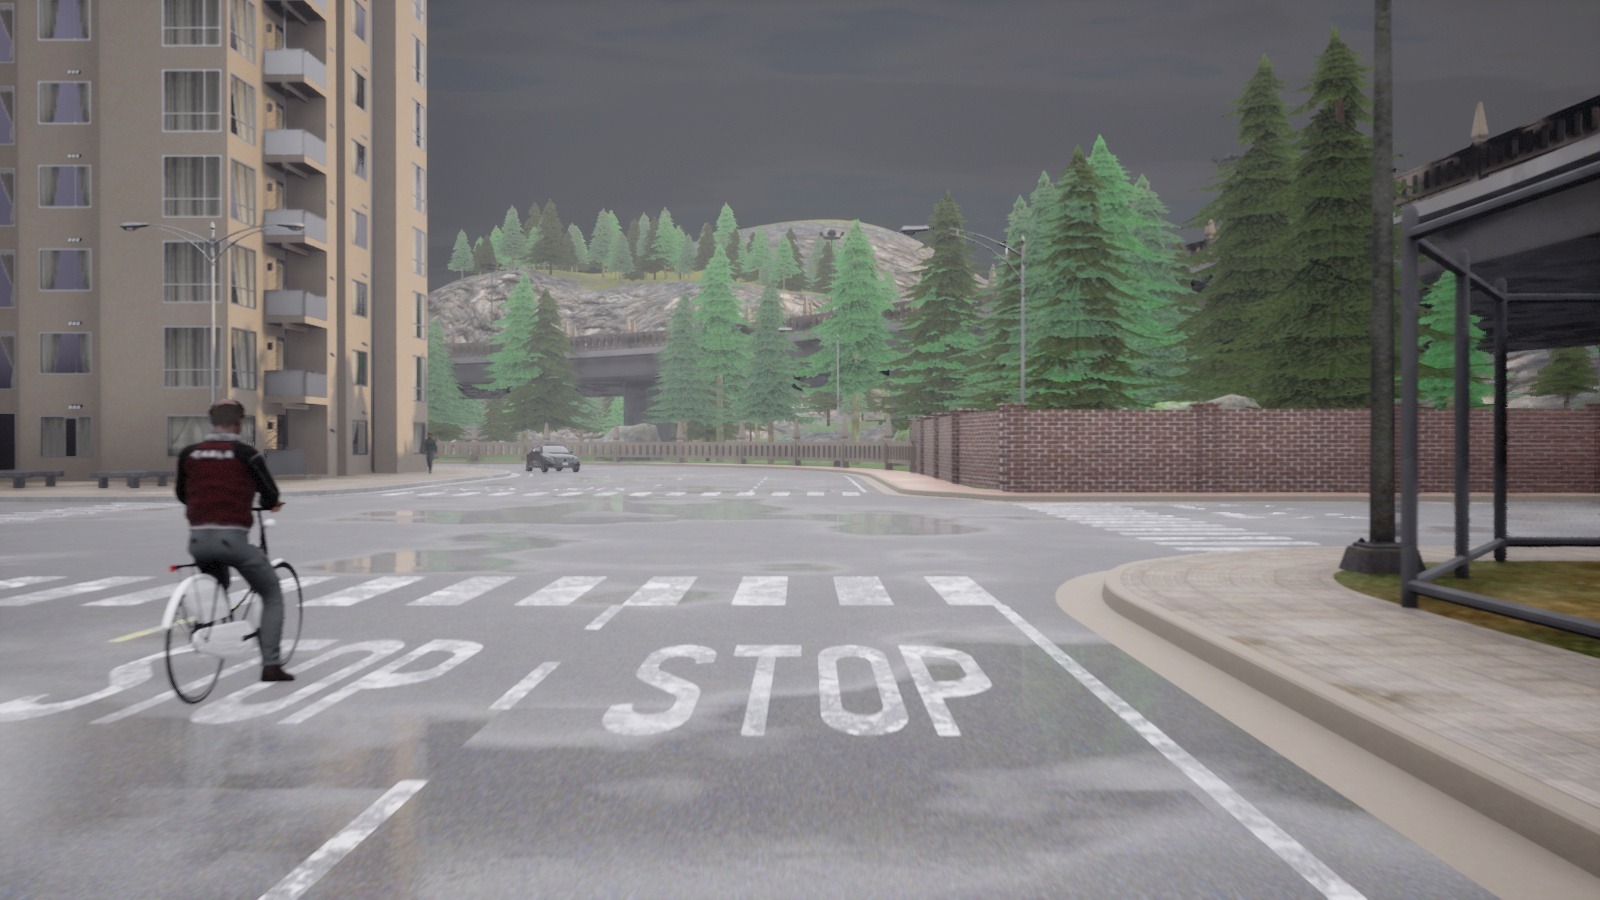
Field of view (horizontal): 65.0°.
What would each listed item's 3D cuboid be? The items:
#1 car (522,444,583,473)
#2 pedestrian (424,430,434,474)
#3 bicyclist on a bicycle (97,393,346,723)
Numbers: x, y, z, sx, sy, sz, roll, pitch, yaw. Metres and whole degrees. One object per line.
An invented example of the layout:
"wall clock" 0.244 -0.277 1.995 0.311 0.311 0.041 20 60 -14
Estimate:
"car" -12.683 0.400 64.206 1.812 1.442 4.674 0 0 -27
"pedestrian" -15.984 0.083 54.131 0.353 1.847 0.614 0 0 -10
"bicyclist on a bicycle" -3.441 0.571 7.673 0.659 1.776 1.843 0 1 0
